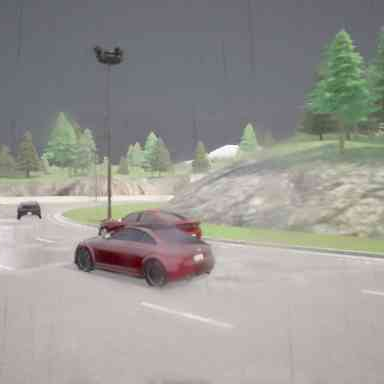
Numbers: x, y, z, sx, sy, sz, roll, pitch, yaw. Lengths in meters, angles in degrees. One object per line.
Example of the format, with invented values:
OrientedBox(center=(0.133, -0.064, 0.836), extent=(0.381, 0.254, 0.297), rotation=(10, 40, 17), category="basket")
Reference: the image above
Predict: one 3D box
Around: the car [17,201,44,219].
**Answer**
OrientedBox(center=(-14.587, 1.553, 30.003), extent=(1.837, 1.490, 4.892), rotation=(-1, 0, -25), category="car")

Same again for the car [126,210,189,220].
OrientedBox(center=(-1.897, 1.493, 14.075), extent=(5.008, 1.535, 1.882), rotation=(0, 0, 37), category="car")

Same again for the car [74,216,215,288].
OrientedBox(center=(-1.436, 1.575, 9.348), extent=(4.181, 1.385, 1.994), rotation=(0, 0, 37), category="car")
